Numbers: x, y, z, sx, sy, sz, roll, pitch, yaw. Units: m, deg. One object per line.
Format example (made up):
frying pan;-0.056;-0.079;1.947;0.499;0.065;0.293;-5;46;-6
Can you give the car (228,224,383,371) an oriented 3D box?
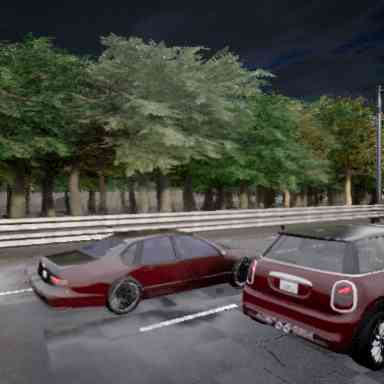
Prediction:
car;3.104;1.370;5.961;4.553;1.767;2.097;0;0;-36

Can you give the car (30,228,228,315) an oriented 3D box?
car;-0.654;1.559;7.579;5.357;1.411;2.033;0;0;-36
